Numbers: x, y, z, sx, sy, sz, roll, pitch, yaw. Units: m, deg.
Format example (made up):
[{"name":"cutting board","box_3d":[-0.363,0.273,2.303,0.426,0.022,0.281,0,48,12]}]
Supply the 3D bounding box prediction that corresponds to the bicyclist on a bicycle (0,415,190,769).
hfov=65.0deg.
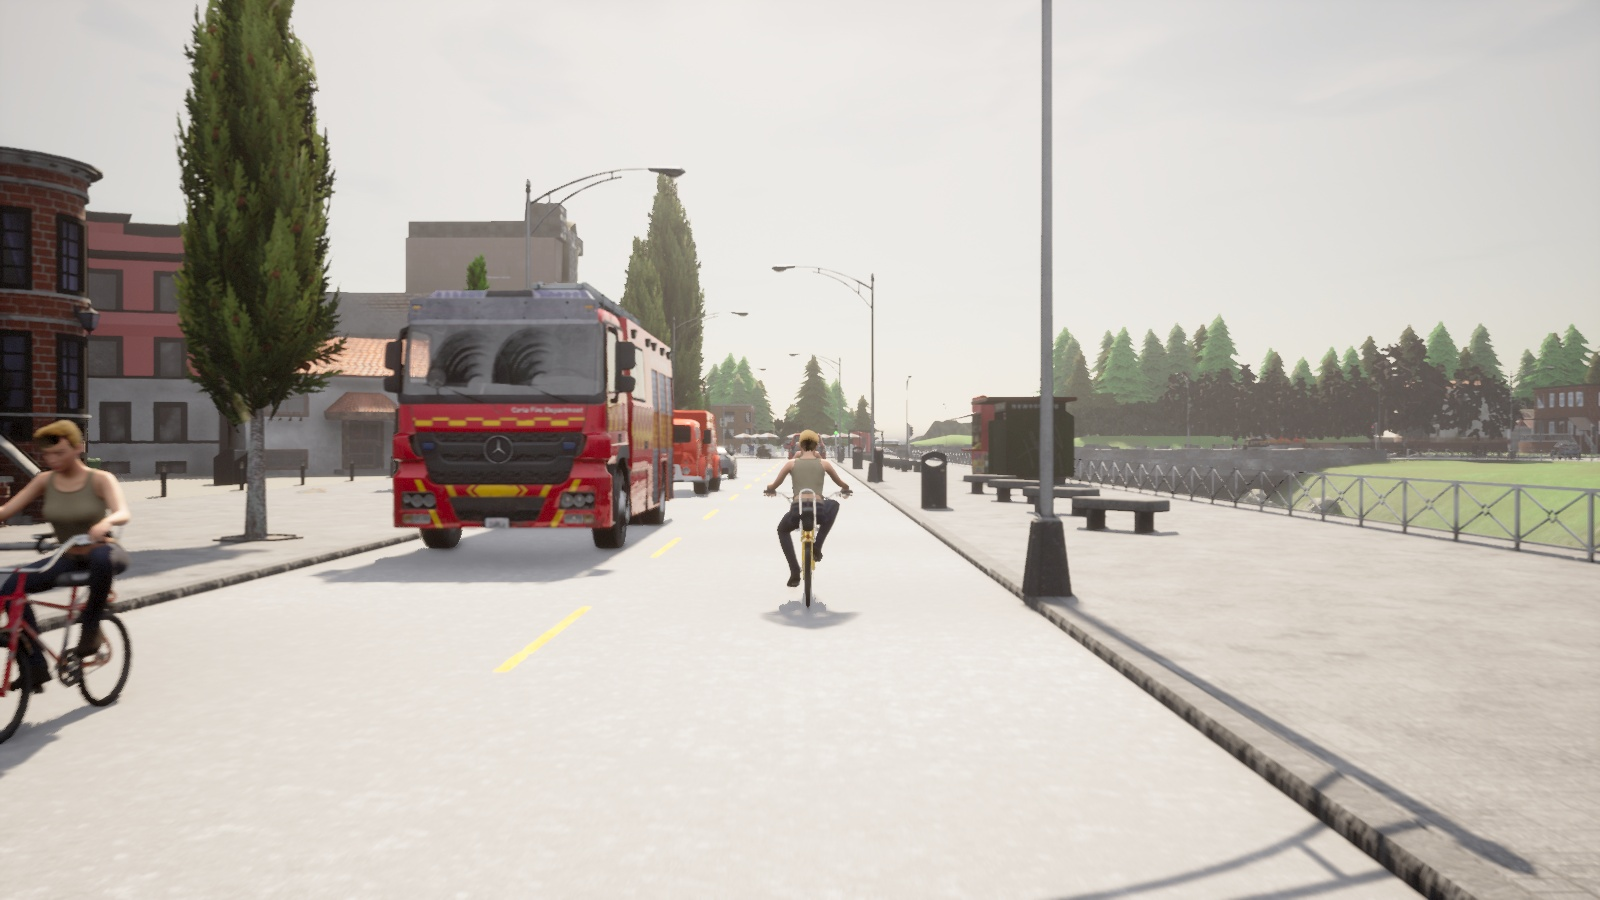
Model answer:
[{"name":"bicyclist on a bicycle","box_3d":[-3.948,0.643,6.478,0.866,1.612,1.509,0,0,0]}]

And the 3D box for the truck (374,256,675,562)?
[{"name":"truck","box_3d":[-3.873,-0.534,19.969,2.891,3.827,8.468,0,0,0]}]

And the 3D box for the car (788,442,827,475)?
[{"name":"car","box_3d":[0.347,0.387,59.960,1.789,1.549,3.705,0,0,0]}]

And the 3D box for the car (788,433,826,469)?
[{"name":"car","box_3d":[0.424,0.049,73.937,2.150,2.045,5.566,0,0,0]}]

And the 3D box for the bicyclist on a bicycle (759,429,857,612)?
[{"name":"bicyclist on a bicycle","box_3d":[0.076,0.616,11.807,0.866,1.612,1.509,0,0,1]}]

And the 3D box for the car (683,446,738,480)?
[{"name":"car","box_3d":[-3.694,0.511,52.539,1.994,1.385,4.181,0,0,0]}]

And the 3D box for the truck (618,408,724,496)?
[{"name":"truck","box_3d":[-3.775,0.044,37.726,2.627,2.467,5.204,0,0,0]}]
